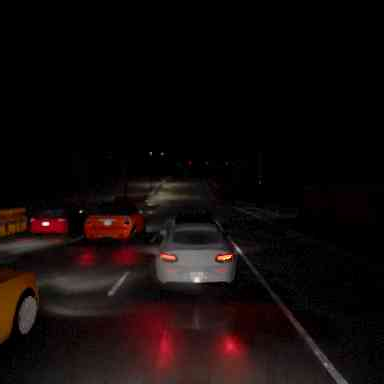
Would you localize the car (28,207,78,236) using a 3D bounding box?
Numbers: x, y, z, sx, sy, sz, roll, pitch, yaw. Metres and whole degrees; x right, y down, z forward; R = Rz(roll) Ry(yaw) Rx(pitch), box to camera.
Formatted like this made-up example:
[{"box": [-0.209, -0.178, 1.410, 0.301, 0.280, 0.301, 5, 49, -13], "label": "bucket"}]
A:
[{"box": [-6.909, 1.459, 17.737, 1.994, 1.385, 4.181, 0, 0, 0], "label": "car"}]

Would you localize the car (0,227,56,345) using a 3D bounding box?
[{"box": [-3.401, 1.457, 3.397, 1.882, 1.535, 5.008, 0, 0, 0], "label": "car"}]

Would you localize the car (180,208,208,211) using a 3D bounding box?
[{"box": [0.091, 1.496, 17.782, 1.895, 1.301, 4.718, 0, 0, 0], "label": "car"}]

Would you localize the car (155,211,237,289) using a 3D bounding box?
[{"box": [0.093, 1.473, 8.893, 1.812, 1.442, 4.674, 0, 0, 0], "label": "car"}]

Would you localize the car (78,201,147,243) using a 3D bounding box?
[{"box": [-3.408, 1.260, 15.541, 2.097, 1.767, 4.553, 0, 0, 0], "label": "car"}]
